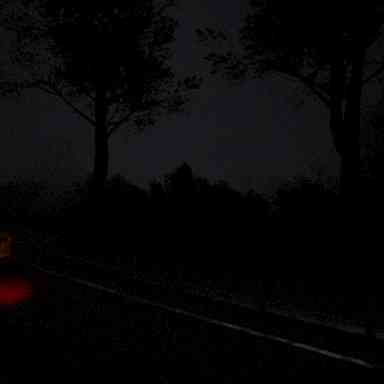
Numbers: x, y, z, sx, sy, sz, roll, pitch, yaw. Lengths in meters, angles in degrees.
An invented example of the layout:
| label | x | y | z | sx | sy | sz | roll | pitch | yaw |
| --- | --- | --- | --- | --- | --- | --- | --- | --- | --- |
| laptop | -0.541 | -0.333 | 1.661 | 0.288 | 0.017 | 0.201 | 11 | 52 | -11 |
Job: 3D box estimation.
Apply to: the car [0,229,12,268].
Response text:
| label | x | y | z | sx | sy | sz | roll | pitch | yaw |
| --- | --- | --- | --- | --- | --- | --- | --- | --- | --- |
| car | -7.288 | 1.459 | 10.206 | 5.008 | 1.535 | 1.882 | 0 | 0 | 42 |
